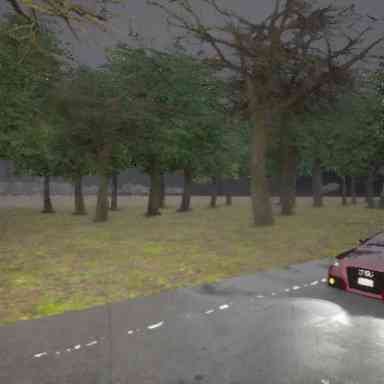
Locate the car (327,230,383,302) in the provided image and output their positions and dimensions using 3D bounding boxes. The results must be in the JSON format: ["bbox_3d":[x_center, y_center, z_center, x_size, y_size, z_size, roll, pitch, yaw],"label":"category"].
[{"bbox_3d":[4.943,1.537,7.520,4.181,1.385,1.994,0,0,-36],"label":"car"}]
